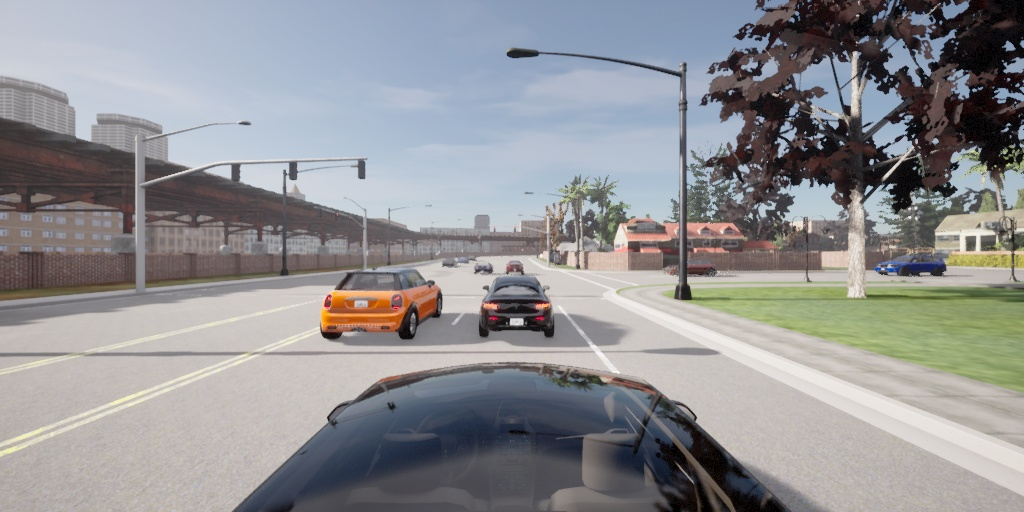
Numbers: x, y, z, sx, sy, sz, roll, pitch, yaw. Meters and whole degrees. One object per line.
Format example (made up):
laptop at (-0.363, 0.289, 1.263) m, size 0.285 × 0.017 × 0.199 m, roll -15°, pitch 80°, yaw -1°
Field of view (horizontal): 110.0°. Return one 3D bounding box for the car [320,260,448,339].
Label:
car at (-3.377, 1.101, 10.198) m, size 2.097 × 1.767 × 4.553 m, roll 0°, pitch 0°, yaw 1°

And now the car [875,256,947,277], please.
car at (39.443, 0.969, 35.497) m, size 5.566 × 2.045 × 2.150 m, roll 0°, pitch 0°, yaw -1°

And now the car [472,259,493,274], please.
car at (-3.176, 1.321, 41.063) m, size 1.895 × 1.301 × 4.718 m, roll 0°, pitch 0°, yaw 0°

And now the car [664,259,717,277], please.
car at (17.374, 1.098, 35.126) m, size 4.553 × 1.767 × 2.097 m, roll 0°, pitch 0°, yaw -1°

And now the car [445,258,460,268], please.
car at (-10.250, 1.101, 58.682) m, size 1.837 × 1.490 × 4.892 m, roll 0°, pitch 1°, yaw 1°

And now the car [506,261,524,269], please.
car at (0.318, 1.245, 40.026) m, size 1.812 × 1.442 × 4.674 m, roll 0°, pitch 0°, yaw 0°

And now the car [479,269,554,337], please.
car at (0.122, 1.275, 10.145) m, size 1.812 × 1.442 × 4.674 m, roll 0°, pitch 0°, yaw 0°
